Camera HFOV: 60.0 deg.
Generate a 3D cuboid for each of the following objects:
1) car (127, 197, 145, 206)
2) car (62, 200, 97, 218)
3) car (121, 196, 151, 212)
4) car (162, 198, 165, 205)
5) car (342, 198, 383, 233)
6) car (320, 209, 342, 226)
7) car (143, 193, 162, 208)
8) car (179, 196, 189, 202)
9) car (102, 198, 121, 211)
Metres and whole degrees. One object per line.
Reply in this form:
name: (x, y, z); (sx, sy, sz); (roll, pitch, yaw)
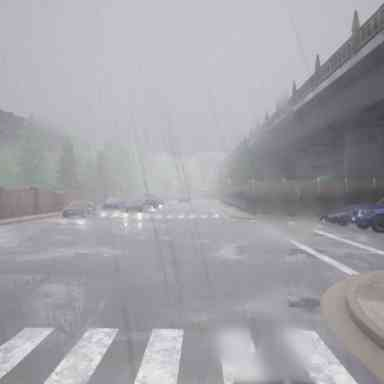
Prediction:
car: (-9.390, 1.516, 55.866); (2.033, 1.411, 5.357); (0, 0, 2)
car: (-9.975, 1.488, 29.845); (1.837, 1.490, 4.892); (0, 0, 1)
car: (-6.280, 1.483, 37.879); (1.837, 1.490, 4.892); (0, 0, 1)
car: (-5.839, 1.531, 57.704); (1.994, 1.385, 4.181); (0, 0, 2)
car: (12.121, 1.211, 19.238); (5.566, 2.045, 2.150); (0, 0, 1)
car: (11.663, 1.535, 22.742); (5.357, 1.411, 2.033); (0, 0, 1)
car: (-6.084, 1.195, 47.731); (2.150, 2.045, 5.566); (0, 0, 1)
car: (-1.924, 1.510, 76.105); (1.994, 1.385, 4.181); (0, 0, 4)
car: (-9.715, 1.454, 41.432); (1.882, 1.535, 5.008); (0, 0, 1)
